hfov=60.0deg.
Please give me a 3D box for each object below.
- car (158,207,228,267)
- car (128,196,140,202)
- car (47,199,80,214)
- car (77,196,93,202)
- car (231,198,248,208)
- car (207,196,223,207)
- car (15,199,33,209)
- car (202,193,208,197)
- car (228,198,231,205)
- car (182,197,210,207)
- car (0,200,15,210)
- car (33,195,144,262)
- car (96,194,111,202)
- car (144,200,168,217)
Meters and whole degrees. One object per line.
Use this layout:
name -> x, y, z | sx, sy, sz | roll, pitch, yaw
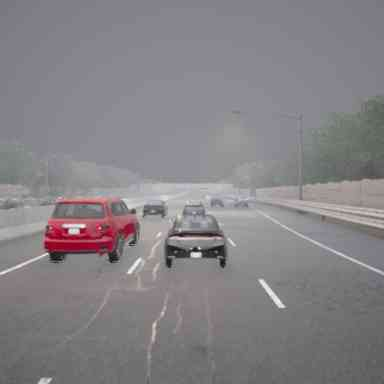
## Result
car -> 0.115, 1.489, 11.422 | 2.128, 1.511, 4.902 | 0, 0, 0
car -> -13.392, 1.580, 77.290 | 1.994, 1.385, 4.181 | 0, 0, 1
car -> -13.954, 1.525, 36.452 | 1.812, 1.442, 4.674 | 0, 0, 1
car -> -23.934, 1.498, 74.702 | 1.895, 1.301, 4.718 | 0, 0, 1
car -> 7.093, 1.543, 48.305 | 1.812, 1.442, 4.674 | 0, 0, 2
car -> 3.779, 1.526, 52.187 | 1.837, 1.490, 4.892 | 0, 0, 1
car -> -17.441, 1.493, 37.752 | 2.128, 1.511, 4.902 | 0, 0, 1
car -> 4.223, 1.629, 84.136 | 1.812, 1.442, 4.674 | 0, 0, 1
car -> 7.342, 1.638, 57.879 | 1.895, 1.301, 4.718 | 0, 0, 1
car -> 0.189, 1.489, 29.147 | 2.128, 1.511, 4.902 | 0, 0, 0
car -> -20.951, 1.561, 36.473 | 1.994, 1.385, 4.181 | 0, 0, 0
car -> -3.384, 1.219, 12.240 | 2.150, 2.045, 5.566 | 0, 0, 0
car -> -20.397, 1.385, 77.015 | 2.097, 1.767, 4.553 | 0, 0, 1
car -> -3.301, 1.475, 30.699 | 1.882, 1.535, 5.008 | 0, 0, 0
